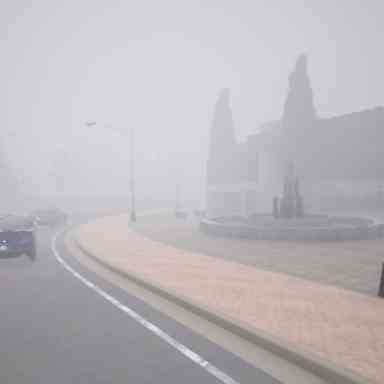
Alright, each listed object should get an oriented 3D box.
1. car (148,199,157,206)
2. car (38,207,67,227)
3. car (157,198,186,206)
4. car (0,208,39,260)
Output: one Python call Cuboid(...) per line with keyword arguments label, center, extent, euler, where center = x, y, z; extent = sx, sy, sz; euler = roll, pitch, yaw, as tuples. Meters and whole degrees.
Cuboid(label="car", center=(-6.144, 1.960, 65.807), extent=(5.357, 1.411, 2.033), euler=(0, 0, -44))
Cuboid(label="car", center=(-10.603, 1.792, 24.405), extent=(1.994, 1.385, 4.181), euler=(-1, 0, -7))
Cuboid(label="car", center=(-3.515, 1.923, 63.379), extent=(5.357, 1.411, 2.033), euler=(0, 0, -43))
Cuboid(label="car", center=(-6.954, 1.608, 12.592), extent=(1.882, 1.535, 5.008), euler=(-1, 0, -25))
